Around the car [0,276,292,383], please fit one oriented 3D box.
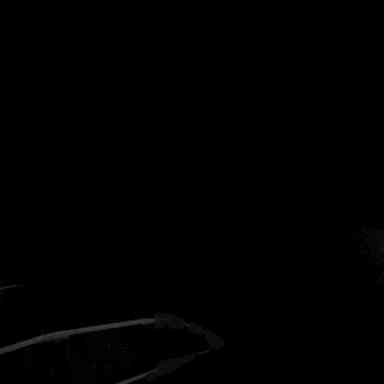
[{"bbox_3d":[-1.378,1.492,2.273,4.902,1.511,2.128,0,0,-36],"label":"car"}]
